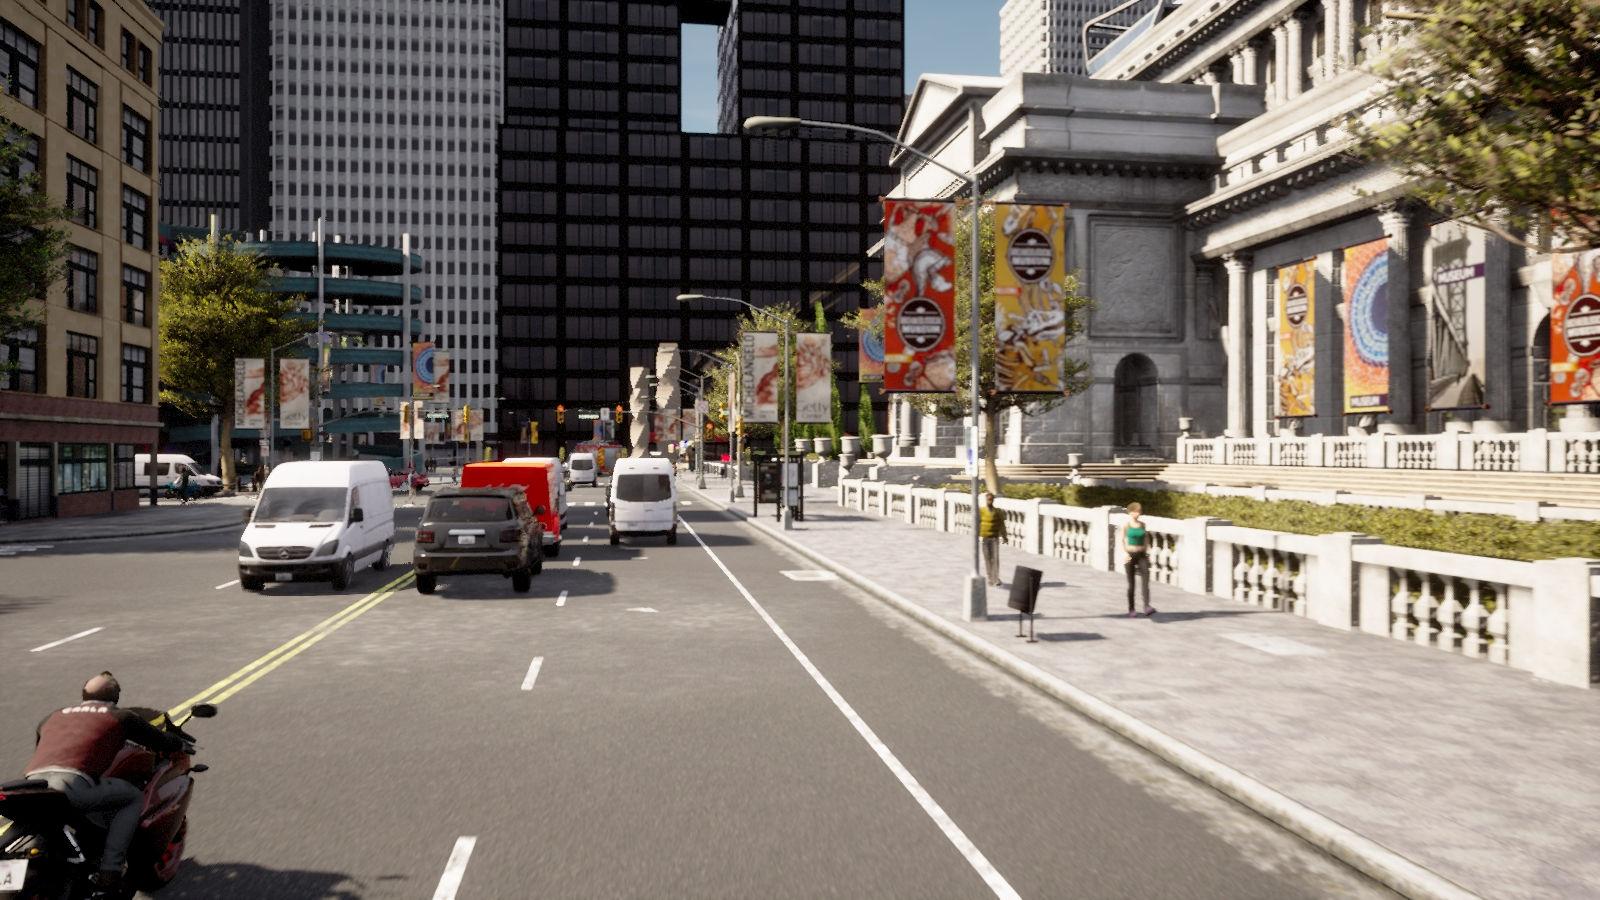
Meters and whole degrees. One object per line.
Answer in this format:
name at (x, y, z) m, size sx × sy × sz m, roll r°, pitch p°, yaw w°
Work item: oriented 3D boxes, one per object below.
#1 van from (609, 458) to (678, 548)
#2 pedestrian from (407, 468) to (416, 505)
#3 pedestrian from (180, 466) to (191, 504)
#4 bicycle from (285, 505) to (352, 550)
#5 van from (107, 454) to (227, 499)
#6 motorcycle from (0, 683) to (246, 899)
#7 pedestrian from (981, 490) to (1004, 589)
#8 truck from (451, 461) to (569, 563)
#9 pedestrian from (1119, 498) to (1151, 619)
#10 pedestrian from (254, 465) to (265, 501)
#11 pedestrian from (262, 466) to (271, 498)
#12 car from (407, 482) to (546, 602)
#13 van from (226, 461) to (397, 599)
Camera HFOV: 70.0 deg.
van at (-4.945, 1.535, 35.730) m, size 1.988 × 2.561 × 5.915 m, roll 0°, pitch 0°, yaw -9°
pedestrian at (-19.643, 1.853, 57.794) m, size 0.375 × 1.860 × 0.375 m, roll 0°, pitch 0°, yaw -5°
pedestrian at (-29.958, 1.704, 55.681) m, size 0.375 × 1.860 × 0.375 m, roll 0°, pitch 0°, yaw -14°
bicycle at (-13.824, 2.213, 32.830) m, size 0.329 × 1.171 × 1.835 m, roll -2°, pitch -1°, yaw 38°
van at (-37.566, 1.545, 67.920) m, size 5.915 × 2.561 × 1.988 m, roll 0°, pitch 0°, yaw -9°
motorcycle at (-4.058, 2.206, 6.608) m, size 0.867 × 1.251 × 2.209 m, roll 0°, pitch 0°, yaw -7°
pedestrian at (3.674, 1.695, 21.813) m, size 0.375 × 1.860 × 0.375 m, roll 0°, pitch 0°, yaw 2°
truck at (-7.759, 1.570, 31.102) m, size 2.627 × 2.467 × 5.204 m, roll 0°, pitch 0°, yaw -9°
pedestrian at (5.246, 1.696, 17.896) m, size 0.375 × 1.860 × 0.375 m, roll 0°, pitch 0°, yaw 0°
pedestrian at (-28.172, 1.704, 59.520) m, size 0.375 × 1.860 × 0.375 m, roll 0°, pitch 0°, yaw 26°
pedestrian at (-31.303, 1.857, 67.063) m, size 0.375 × 1.860 × 0.375 m, roll 0°, pitch 0°, yaw -2°
car at (-6.623, 1.781, 24.036) m, size 2.150 × 2.045 × 5.566 m, roll 0°, pitch 0°, yaw -9°
van at (-10.288, 1.537, 24.615) m, size 1.988 × 2.561 × 5.915 m, roll 0°, pitch 0°, yaw -9°
